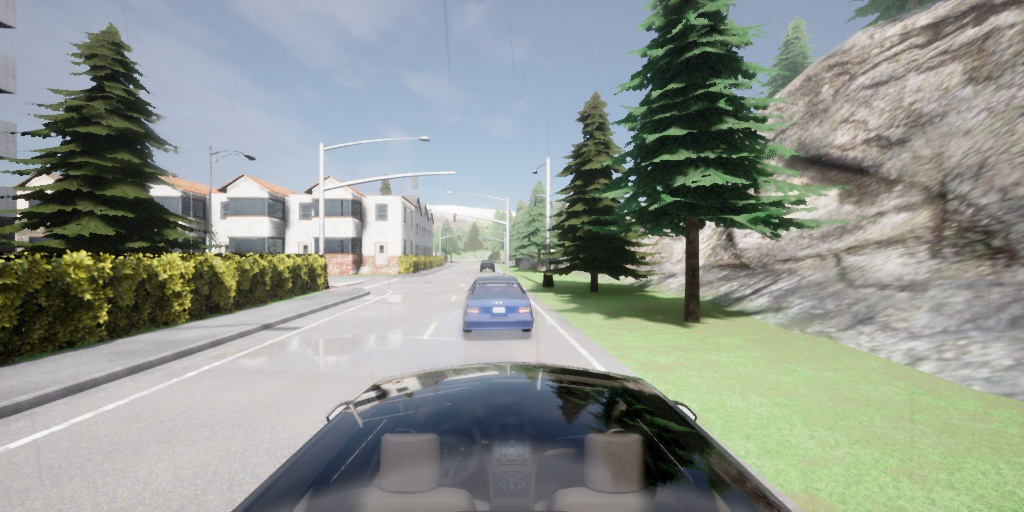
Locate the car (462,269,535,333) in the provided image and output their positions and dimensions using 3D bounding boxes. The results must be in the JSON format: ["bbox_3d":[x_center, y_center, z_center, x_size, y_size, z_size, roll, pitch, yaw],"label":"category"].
[{"bbox_3d":[-0.478,1.296,10.777,2.033,1.411,5.357,0,0,-4],"label":"car"}]

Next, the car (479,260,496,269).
[{"bbox_3d":[-3.110,1.250,45.286,1.837,1.490,4.892,0,0,-4],"label":"car"}]
